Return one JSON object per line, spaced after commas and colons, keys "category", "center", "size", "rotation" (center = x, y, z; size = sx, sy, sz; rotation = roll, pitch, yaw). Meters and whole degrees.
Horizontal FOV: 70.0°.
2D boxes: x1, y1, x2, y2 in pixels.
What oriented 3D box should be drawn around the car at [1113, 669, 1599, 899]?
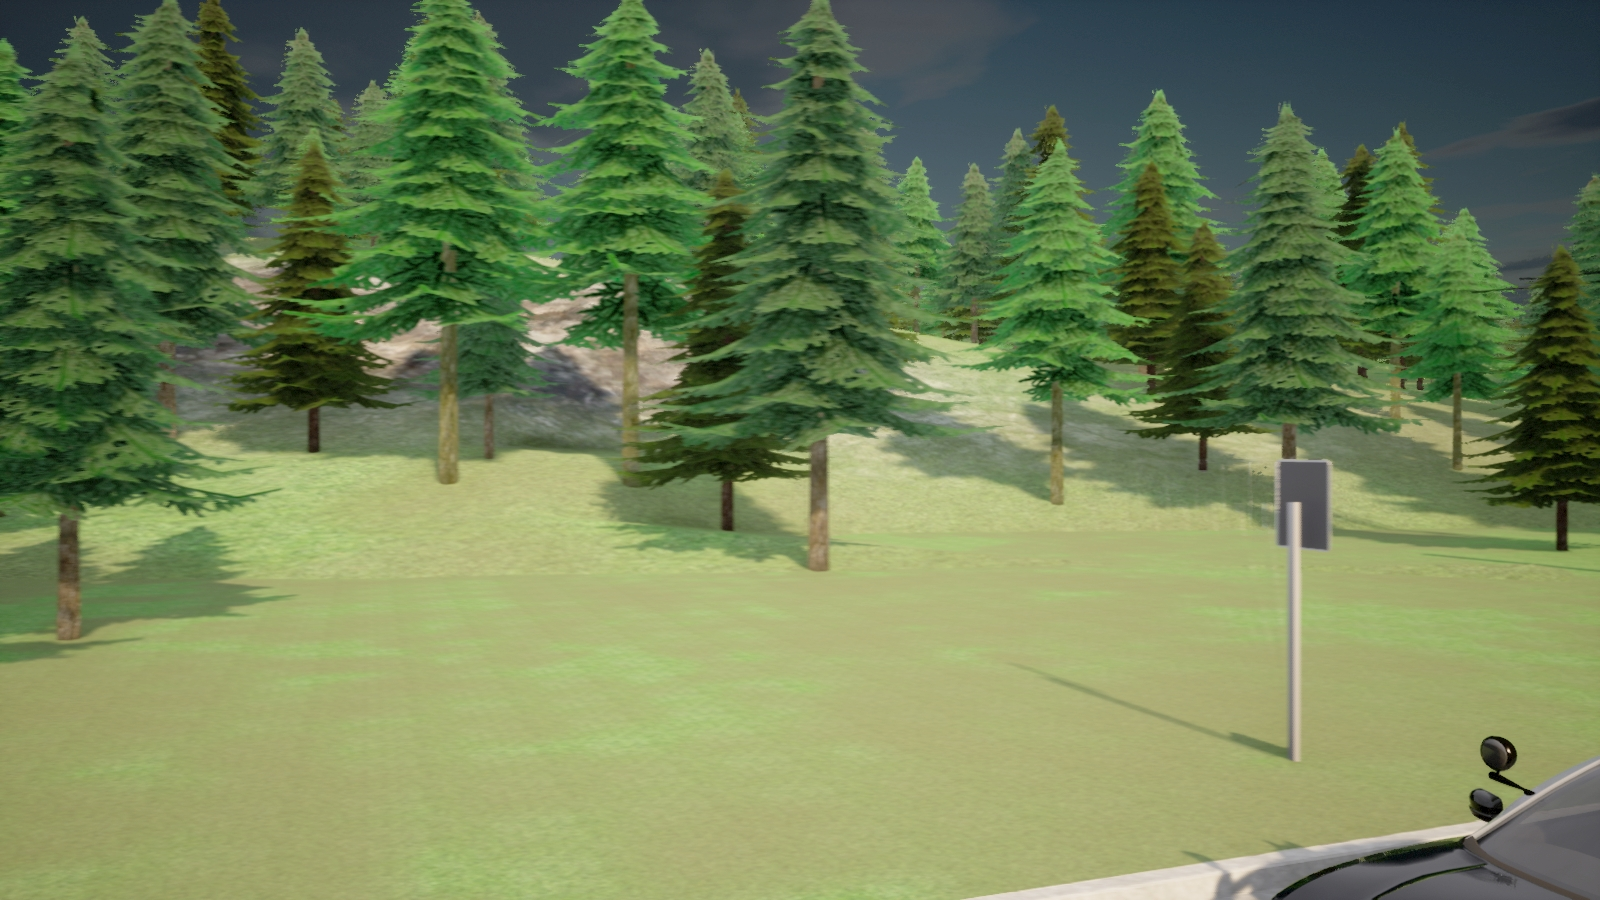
{"category": "car", "center": [4.199, 1.982, 4.935], "size": [5.238, 1.638, 2.097], "rotation": [0, 0, -20]}
